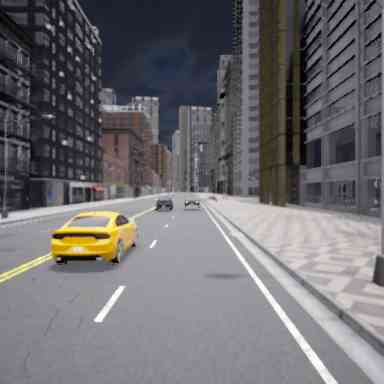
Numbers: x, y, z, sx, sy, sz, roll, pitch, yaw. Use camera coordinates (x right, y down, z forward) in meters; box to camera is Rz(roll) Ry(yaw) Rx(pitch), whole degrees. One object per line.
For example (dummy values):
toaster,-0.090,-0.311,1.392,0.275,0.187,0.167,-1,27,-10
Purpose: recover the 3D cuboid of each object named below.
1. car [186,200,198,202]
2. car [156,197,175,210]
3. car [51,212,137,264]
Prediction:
car,0.016,1.123,38.981,1.895,1.301,4.718,0,0,0
car,-3.133,1.314,39.088,1.837,1.490,4.892,0,0,0
car,-3.145,1.421,11.629,1.882,1.535,5.008,0,0,0
